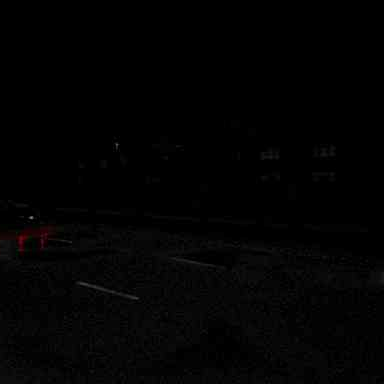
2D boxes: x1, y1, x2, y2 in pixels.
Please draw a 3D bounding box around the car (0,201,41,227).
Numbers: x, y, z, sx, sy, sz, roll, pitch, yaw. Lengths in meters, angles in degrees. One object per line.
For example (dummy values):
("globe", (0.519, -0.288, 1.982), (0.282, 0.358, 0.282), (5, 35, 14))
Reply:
("car", (-11.147, 1.272, 20.540), (4.674, 1.442, 1.812), (1, 1, 36))
